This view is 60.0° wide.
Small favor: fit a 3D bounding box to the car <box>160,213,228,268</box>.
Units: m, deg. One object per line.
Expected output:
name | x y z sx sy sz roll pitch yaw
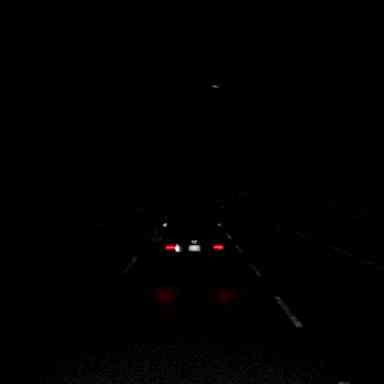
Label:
car | 0.021 1.388 10.644 2.033 1.411 5.357 0 1 -1
